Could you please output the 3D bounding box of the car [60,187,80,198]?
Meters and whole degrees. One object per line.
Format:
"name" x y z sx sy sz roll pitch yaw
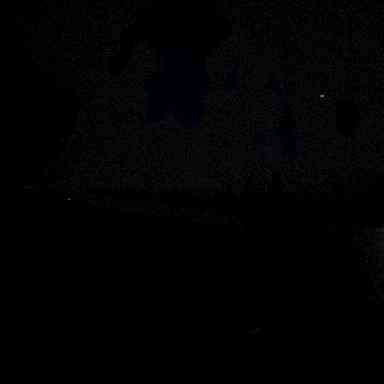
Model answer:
"car" -18.411 -0.001 50.070 1.882 1.535 5.008 -2 3 -36
